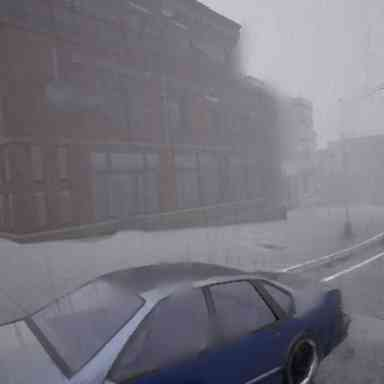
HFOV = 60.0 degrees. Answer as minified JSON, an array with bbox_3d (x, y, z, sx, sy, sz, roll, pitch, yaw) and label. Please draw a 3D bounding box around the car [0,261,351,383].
[{"bbox_3d":[-0.338,1.576,3.631,5.357,1.411,2.033,0,-1,-38],"label":"car"}]
